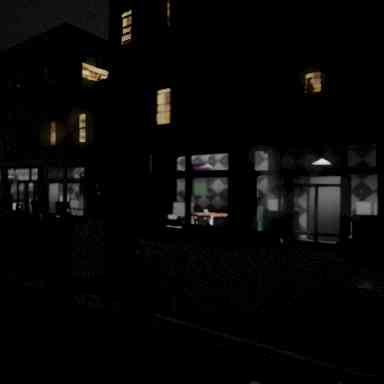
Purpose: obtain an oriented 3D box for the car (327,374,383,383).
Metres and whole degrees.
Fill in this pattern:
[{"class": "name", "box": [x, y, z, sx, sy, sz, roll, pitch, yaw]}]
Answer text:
[{"class": "car", "box": [2.493, 1.558, 1.095, 4.403, 1.369, 2.008, 0, 1, 35]}]
